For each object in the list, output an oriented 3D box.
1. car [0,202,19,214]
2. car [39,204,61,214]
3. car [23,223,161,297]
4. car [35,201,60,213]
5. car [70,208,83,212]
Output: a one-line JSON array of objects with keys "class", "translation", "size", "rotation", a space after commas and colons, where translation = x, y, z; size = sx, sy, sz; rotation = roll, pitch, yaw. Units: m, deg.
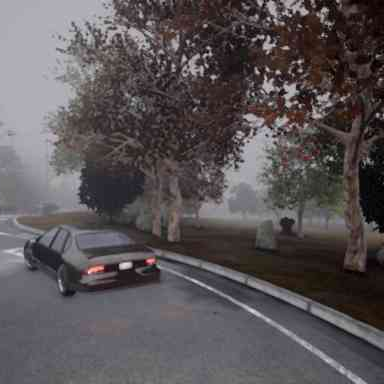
[{"class": "car", "translation": [-22.340, 1.881, 39.213], "size": [1.895, 1.301, 4.718], "rotation": [0, -2, -4]}, {"class": "car", "translation": [-23.394, 2.814, 54.864], "size": [1.812, 1.442, 4.674], "rotation": [0, -4, -4]}, {"class": "car", "translation": [-2.881, 1.522, 8.662], "size": [2.033, 1.411, 5.357], "rotation": [0, 0, -38]}, {"class": "car", "translation": [-18.906, 1.973, 43.565], "size": [2.128, 1.511, 4.902], "rotation": [0, -3, -4]}, {"class": "car", "translation": [-24.396, 4.045, 70.256], "size": [1.994, 1.385, 4.181], "rotation": [0, -5, -4]}]
